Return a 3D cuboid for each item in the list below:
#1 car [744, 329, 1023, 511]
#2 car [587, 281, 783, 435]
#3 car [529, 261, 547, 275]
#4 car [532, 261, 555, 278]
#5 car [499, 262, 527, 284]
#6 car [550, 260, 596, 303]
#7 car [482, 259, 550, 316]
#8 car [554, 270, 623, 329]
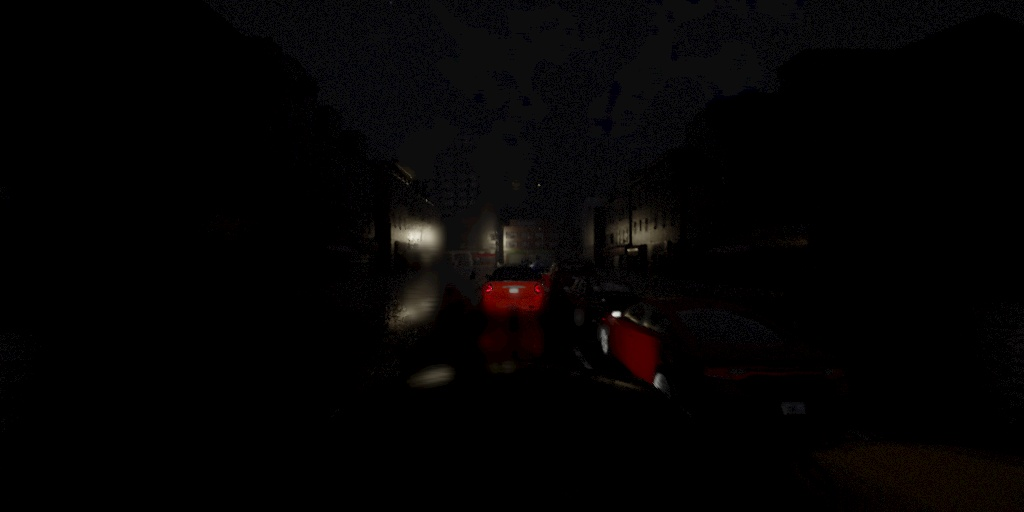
[{"bbox_3d":[2.639,1.274,0.280,1.751,1.417,4.829,0,0,0],"label":"car"},{"bbox_3d":[2.637,1.299,5.584,1.888,1.381,4.507,0,0,0],"label":"car"},{"bbox_3d":[3.008,1.370,42.241,1.812,1.442,4.674,0,0,0],"label":"car"},{"bbox_3d":[3.002,1.295,35.240,1.882,1.535,5.008,0,0,0],"label":"car"},{"bbox_3d":[0.076,1.289,28.948,2.128,1.511,4.902,0,0,0],"label":"car"},{"bbox_3d":[2.632,1.084,16.531,2.192,1.841,5.009,0,0,0],"label":"car"},{"bbox_3d":[0.078,1.118,13.511,2.097,1.767,4.553,0,0,0],"label":"car"},{"bbox_3d":[2.635,1.312,11.058,2.007,1.370,4.403,0,0,0],"label":"car"}]
